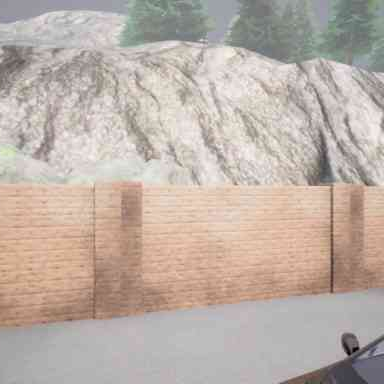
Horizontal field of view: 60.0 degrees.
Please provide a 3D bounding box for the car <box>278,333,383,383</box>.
[{"bbox_3d":[2.193,1.492,1.896,4.902,1.511,2.128,0,0,-18],"label":"car"}]
